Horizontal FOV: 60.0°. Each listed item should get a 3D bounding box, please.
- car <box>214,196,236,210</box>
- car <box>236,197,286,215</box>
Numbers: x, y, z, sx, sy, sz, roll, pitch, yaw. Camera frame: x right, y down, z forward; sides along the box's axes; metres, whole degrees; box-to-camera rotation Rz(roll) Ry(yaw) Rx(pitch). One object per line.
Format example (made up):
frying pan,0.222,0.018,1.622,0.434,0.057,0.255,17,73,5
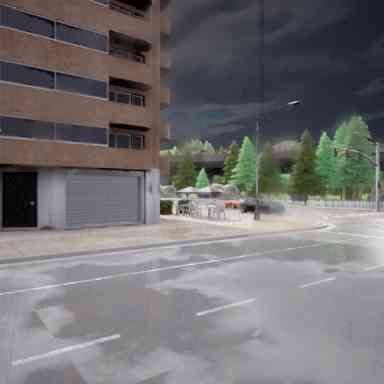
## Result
car,4.887,1.306,41.555,2.097,1.767,4.553,0,0,-37
car,6.967,1.306,32.847,2.097,1.767,4.553,0,0,-36
